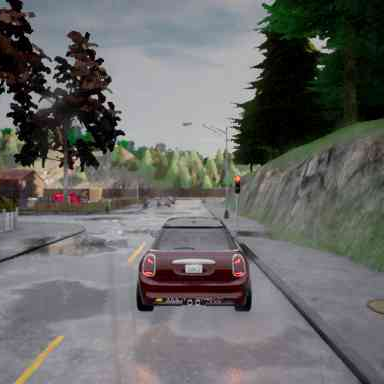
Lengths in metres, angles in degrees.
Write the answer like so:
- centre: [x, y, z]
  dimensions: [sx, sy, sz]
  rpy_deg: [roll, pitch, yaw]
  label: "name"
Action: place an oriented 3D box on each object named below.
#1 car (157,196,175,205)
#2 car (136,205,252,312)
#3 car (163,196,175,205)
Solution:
- centre: [-4.086, 1.491, 49.068]
  dimensions: [2.128, 1.511, 4.902]
  rpy_deg: [0, 0, 0]
  label: "car"
- centre: [0.055, 1.352, 7.899]
  dimensions: [2.097, 1.767, 4.553]
  rpy_deg: [0, 0, 1]
  label: "car"
- centre: [-4.059, 1.526, 59.756]
  dimensions: [1.812, 1.442, 4.674]
  rpy_deg: [0, 0, 0]
  label: "car"
